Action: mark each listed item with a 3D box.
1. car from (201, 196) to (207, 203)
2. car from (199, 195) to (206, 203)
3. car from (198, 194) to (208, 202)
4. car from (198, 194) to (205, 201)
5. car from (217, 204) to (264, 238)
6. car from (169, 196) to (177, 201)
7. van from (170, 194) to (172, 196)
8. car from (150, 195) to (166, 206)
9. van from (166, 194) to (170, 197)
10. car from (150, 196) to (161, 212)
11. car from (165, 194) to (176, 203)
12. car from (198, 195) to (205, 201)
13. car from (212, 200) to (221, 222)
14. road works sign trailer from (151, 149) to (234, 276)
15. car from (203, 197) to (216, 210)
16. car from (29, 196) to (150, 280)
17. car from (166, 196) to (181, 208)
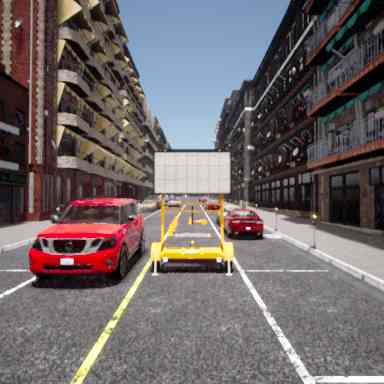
[{"bbox_3d":[2.685,1.626,45.338,2.008,1.369,4.403,1,0,0],"label":"car"},{"bbox_3d":[2.723,1.672,61.930,1.887,1.381,4.507,1,0,0],"label":"car"},{"bbox_3d":[2.743,1.535,84.054,2.192,1.841,5.009,1,0,0],"label":"car"},{"bbox_3d":[2.735,1.693,67.460,1.887,1.381,4.507,1,0,0],"label":"car"},{"bbox_3d":[2.624,1.561,17.684,1.887,1.381,4.507,1,0,0],"label":"car"},{"bbox_3d":[-5.097,1.813,89.662,1.947,1.339,4.313,1,0,0],"label":"car"},{"bbox_3d":[-5.153,1.469,62.010,1.690,1.788,3.998,1,0,0],"label":"van"},{"bbox_3d":[-5.188,1.390,45.419,2.192,1.841,5.009,2,0,0],"label":"car"},{"bbox_3d":[-5.164,1.449,56.477,1.690,1.788,3.998,2,0,0],"label":"van"},{"bbox_3d":[-5.207,1.586,39.717,1.752,1.417,4.829,2,0,0],"label":"car"},{"bbox_3d":[-5.115,1.511,78.600,2.192,1.841,5.009,1,0,0],"label":"car"},{"bbox_3d":[2.764,1.716,95.117,1.967,1.590,4.097,1,0,0],"label":"car"},{"bbox_3d":[2.637,1.550,23.386,1.752,1.417,4.829,1,0,0],"label":"car"},{"bbox_3d":[0.013,0.472,10.377,2.380,3.560,2.880,0,0,0],"label":"road works sign trailer"},{"bbox_3d":[2.673,1.606,39.806,1.887,1.381,4.507,1,0,0],"label":"car"},{"bbox_3d":[-2.826,1.228,10.307,2.150,2.045,5.566,0,0,0],"label":"car"},{"bbox_3d":[-2.730,1.692,51.151,1.895,1.301,4.718,0,0,0],"label":"car"}]
